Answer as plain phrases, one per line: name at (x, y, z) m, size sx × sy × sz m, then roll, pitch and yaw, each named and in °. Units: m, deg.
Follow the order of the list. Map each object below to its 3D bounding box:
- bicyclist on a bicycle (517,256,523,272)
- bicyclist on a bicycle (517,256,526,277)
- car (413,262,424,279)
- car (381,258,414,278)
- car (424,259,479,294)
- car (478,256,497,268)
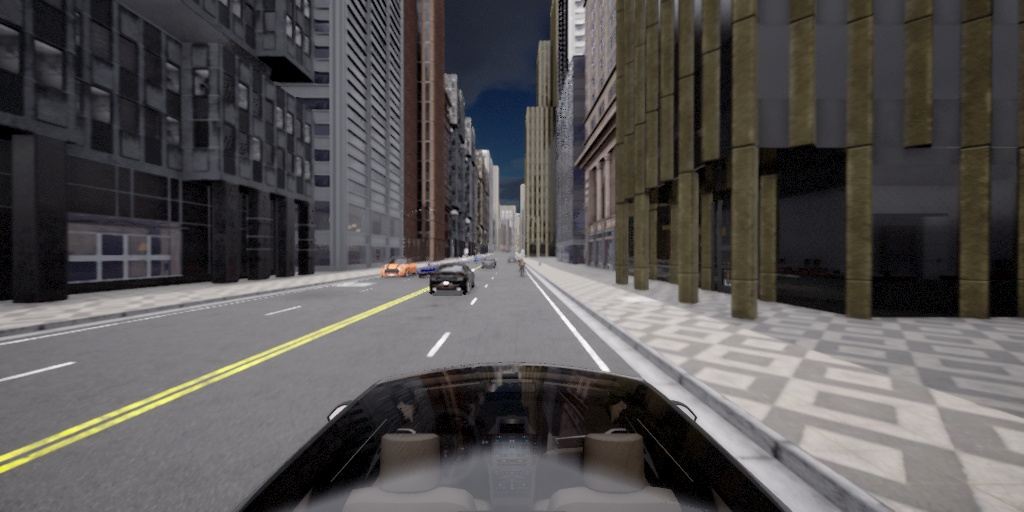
bicyclist on a bicycle at (0.908, 0.883, 39.775) m, size 0.659 × 1.776 × 1.843 m, roll 0°, pitch 1°, yaw 0°
bicyclist on a bicycle at (0.904, 1.037, 30.715) m, size 0.582 × 1.620 × 1.656 m, roll 0°, pitch 0°, yaw 0°
car at (-6.587, 1.188, 30.421) m, size 1.895 × 1.301 × 4.718 m, roll 0°, pitch 0°, yaw 0°
car at (-9.833, 0.932, 31.488) m, size 2.097 × 1.767 × 4.553 m, roll 0°, pitch 0°, yaw 0°
car at (-3.144, 1.133, 19.568) m, size 1.882 × 1.535 × 5.008 m, roll 0°, pitch 0°, yaw 0°
car at (-3.134, 0.904, 50.440) m, size 2.128 × 1.511 × 4.902 m, roll 0°, pitch 1°, yaw 0°
